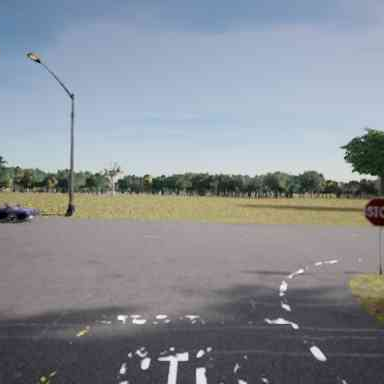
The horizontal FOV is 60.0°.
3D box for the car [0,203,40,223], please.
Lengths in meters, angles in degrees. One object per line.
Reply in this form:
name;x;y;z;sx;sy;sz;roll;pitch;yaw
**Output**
car;-13.130;1.367;22.660;4.718;1.301;1.895;2;1;0
